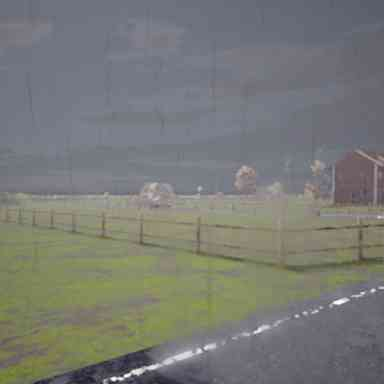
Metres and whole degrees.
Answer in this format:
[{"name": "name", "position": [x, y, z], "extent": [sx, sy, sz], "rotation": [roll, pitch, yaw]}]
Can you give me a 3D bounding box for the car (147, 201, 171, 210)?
[{"name": "car", "position": [-5.976, 2.408, 59.981], "extent": [2.033, 1.411, 5.357], "rotation": [0, -1, -43]}]
